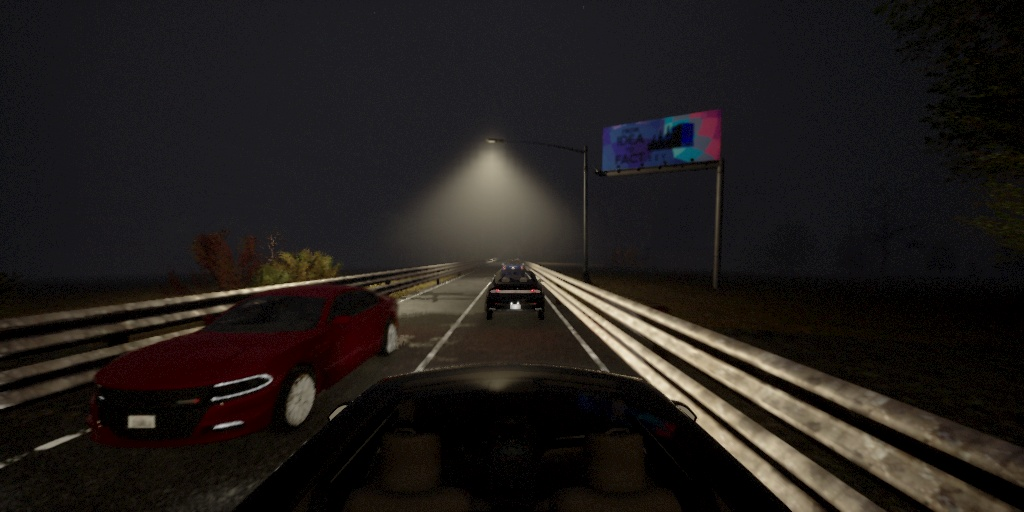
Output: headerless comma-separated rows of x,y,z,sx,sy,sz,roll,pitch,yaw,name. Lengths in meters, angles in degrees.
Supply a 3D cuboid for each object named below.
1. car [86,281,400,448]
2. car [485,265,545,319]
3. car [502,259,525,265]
-3.348,1.226,5.742,1.882,1.535,5.008,0,0,0,car
0.102,1.238,12.691,2.128,1.511,4.902,0,0,0,car
0.106,1.091,33.613,2.097,1.767,4.553,0,0,0,car
